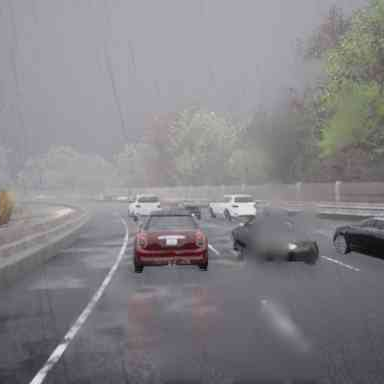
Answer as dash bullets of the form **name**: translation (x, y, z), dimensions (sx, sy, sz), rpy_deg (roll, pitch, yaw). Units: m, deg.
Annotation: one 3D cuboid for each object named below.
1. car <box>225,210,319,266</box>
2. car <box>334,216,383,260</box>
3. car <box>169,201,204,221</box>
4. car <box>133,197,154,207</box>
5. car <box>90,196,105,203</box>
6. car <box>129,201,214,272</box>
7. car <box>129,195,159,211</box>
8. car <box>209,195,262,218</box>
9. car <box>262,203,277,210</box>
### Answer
- **car**: translation (2.679, 1.566, 11.679), dimensions (1.994, 1.385, 4.181), rpy_deg (0, 0, -6)
- **car**: translation (6.327, 1.475, 10.455), dimensions (2.128, 1.511, 4.902), rpy_deg (0, 0, -6)
- **car**: translation (-0.593, 1.536, 28.420), dimensions (1.837, 1.490, 4.892), rpy_deg (0, 0, -15)
- **car**: translation (-8.116, 1.588, 55.227), dimensions (1.837, 1.490, 4.892), rpy_deg (0, 0, -30)
- **car**: translation (-20.932, 1.676, 73.612), dimensions (2.128, 1.511, 4.902), rpy_deg (0, 0, -39)
- **car**: translation (-0.761, 1.366, 11.054), dimensions (2.097, 1.767, 4.553), rpy_deg (0, 0, -6)
- **car**: translation (-3.959, 1.264, 27.585), dimensions (2.150, 2.045, 5.566), rpy_deg (0, 0, -16)
- **car**: translation (3.178, 1.236, 27.305), dimensions (2.150, 2.045, 5.566), rpy_deg (-1, 0, -19)
- **car**: translation (5.074, 1.557, 27.869), dimensions (2.033, 1.411, 5.357), rpy_deg (1, -1, -20)
